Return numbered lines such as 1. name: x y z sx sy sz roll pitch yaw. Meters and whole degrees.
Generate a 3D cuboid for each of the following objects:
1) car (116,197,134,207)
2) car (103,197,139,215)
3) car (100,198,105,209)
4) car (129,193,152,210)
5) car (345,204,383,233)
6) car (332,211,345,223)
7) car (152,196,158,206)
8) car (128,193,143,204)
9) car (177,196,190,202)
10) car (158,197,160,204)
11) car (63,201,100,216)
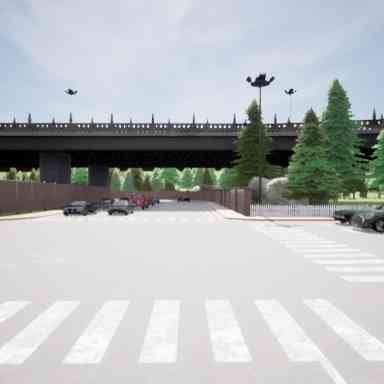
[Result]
1. car: -10.540 1.514 52.651 1.812 1.442 4.674 0 0 0
2. car: -7.043 1.540 33.560 2.033 1.411 5.357 0 0 0
3. car: -10.547 1.517 41.563 1.812 1.442 4.674 0 0 0
4. car: -7.045 1.212 43.734 2.150 2.045 5.566 0 0 0
5. car: 11.481 1.292 18.671 4.553 1.767 2.097 0 0 2
6. car: 11.985 1.541 22.179 4.718 1.301 1.895 0 0 2
7. car: -7.046 1.552 53.742 1.994 1.385 4.181 0 0 0
8. car: -10.690 1.208 63.440 2.150 2.045 5.566 0 0 -3
9. car: -1.908 1.537 75.198 1.994 1.385 4.181 0 0 -19
10. car: -7.197 1.534 64.403 2.033 1.411 5.357 0 0 -3
11. car: -10.643 1.558 31.739 1.994 1.385 4.181 0 0 2
